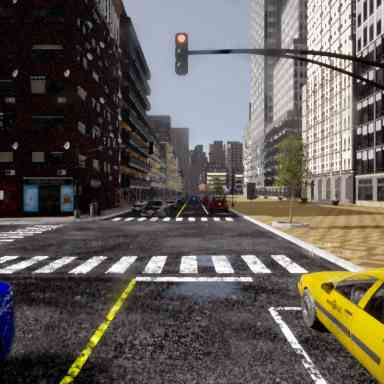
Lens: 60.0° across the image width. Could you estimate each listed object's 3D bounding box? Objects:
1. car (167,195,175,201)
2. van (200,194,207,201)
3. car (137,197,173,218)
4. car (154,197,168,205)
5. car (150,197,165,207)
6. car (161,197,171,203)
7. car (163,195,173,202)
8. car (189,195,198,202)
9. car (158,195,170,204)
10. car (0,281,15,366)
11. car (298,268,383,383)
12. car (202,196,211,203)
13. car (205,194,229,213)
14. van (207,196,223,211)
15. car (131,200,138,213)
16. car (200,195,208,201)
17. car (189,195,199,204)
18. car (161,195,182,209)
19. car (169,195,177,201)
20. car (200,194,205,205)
[{"bbox_3d":[-5.310,1.613,85.982,1.752,1.417,4.829,0,0,0],"label":"car"},{"bbox_3d":[3.094,1.441,91.640,1.690,1.788,3.998,0,0,0],"label":"van"},{"bbox_3d":[-3.227,1.513,29.991,1.837,1.490,4.892,0,0,5],"label":"car"},{"bbox_3d":[-5.433,1.584,58.518,1.887,1.381,4.507,0,0,0],"label":"car"},{"bbox_3d":[-5.458,1.581,52.992,2.008,1.369,4.403,0,0,0],"label":"car"},{"bbox_3d":[-5.384,1.639,69.572,1.802,1.307,4.206,0,0,0],"label":"car"},{"bbox_3d":[-5.360,1.507,75.098,1.967,1.590,4.097,0,0,0],"label":"car"},{"bbox_3d":[0.346,1.569,76.579,1.837,1.490,4.892,0,0,0],"label":"car"},{"bbox_3d":[-5.409,1.488,64.045,1.967,1.590,4.097,0,0,0],"label":"car"},{"bbox_3d":[-3.092,1.477,1.992,1.882,1.535,5.008,0,0,0],"label":"car"},{"bbox_3d":[2.704,1.525,4.133,1.752,1.417,4.829,0,0,0],"label":"car"},{"bbox_3d":[2.996,1.602,69.534,1.887,1.381,4.507,0,0,0],"label":"car"},{"bbox_3d":[2.847,1.327,36.375,2.192,1.841,5.009,0,0,0],"label":"car"},{"bbox_3d":[2.872,1.358,41.901,1.690,1.788,3.998,0,0,0],"label":"van"},{"bbox_3d":[-5.531,1.563,36.412,2.008,1.369,4.403,0,0,0],"label":"car"},{"bbox_3d":[3.071,1.614,86.284,1.752,1.417,4.829,0,0,0],"label":"car"},{"bbox_3d":[0.398,1.405,66.684,2.097,1.767,4.553,0,0,0],"label":"car"},{"bbox_3d":[-2.895,1.510,45.404,2.128,1.511,4.902,0,0,0],"label":"car"},{"bbox_3d":[-5.285,1.644,91.677,1.887,1.381,4.507,0,0,0],"label":"car"},{"bbox_3d":[2.946,1.354,58.481,2.192,1.841,5.009,0,0,0],"label":"car"}]
